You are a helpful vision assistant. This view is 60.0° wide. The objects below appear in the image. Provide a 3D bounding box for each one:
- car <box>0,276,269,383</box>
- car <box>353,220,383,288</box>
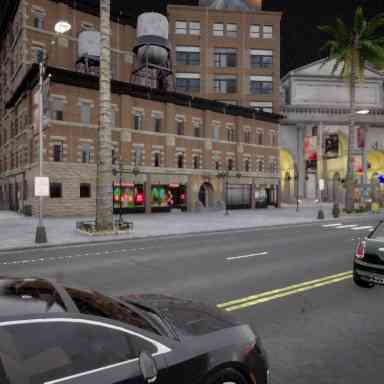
[{"bbox_3d":[-1.459,1.505,2.698,4.892,1.490,1.837,0,0,-36],"label":"car"},{"bbox_3d":[5.916,1.352,7.994,4.553,1.767,2.097,0,0,-35],"label":"car"}]
